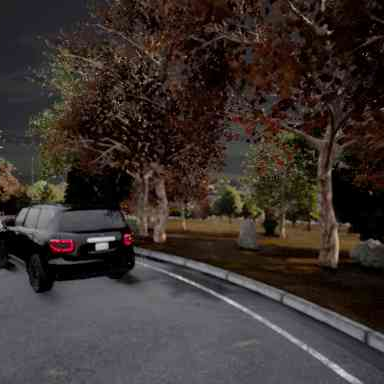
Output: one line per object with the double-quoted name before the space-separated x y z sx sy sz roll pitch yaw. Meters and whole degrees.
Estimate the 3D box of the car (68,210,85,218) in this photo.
"car" -23.668 4.465 68.290 2.128 1.511 4.902 0 -5 -6

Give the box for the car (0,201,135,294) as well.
"car" -3.730 1.277 9.319 2.150 2.045 5.566 0 0 -41
